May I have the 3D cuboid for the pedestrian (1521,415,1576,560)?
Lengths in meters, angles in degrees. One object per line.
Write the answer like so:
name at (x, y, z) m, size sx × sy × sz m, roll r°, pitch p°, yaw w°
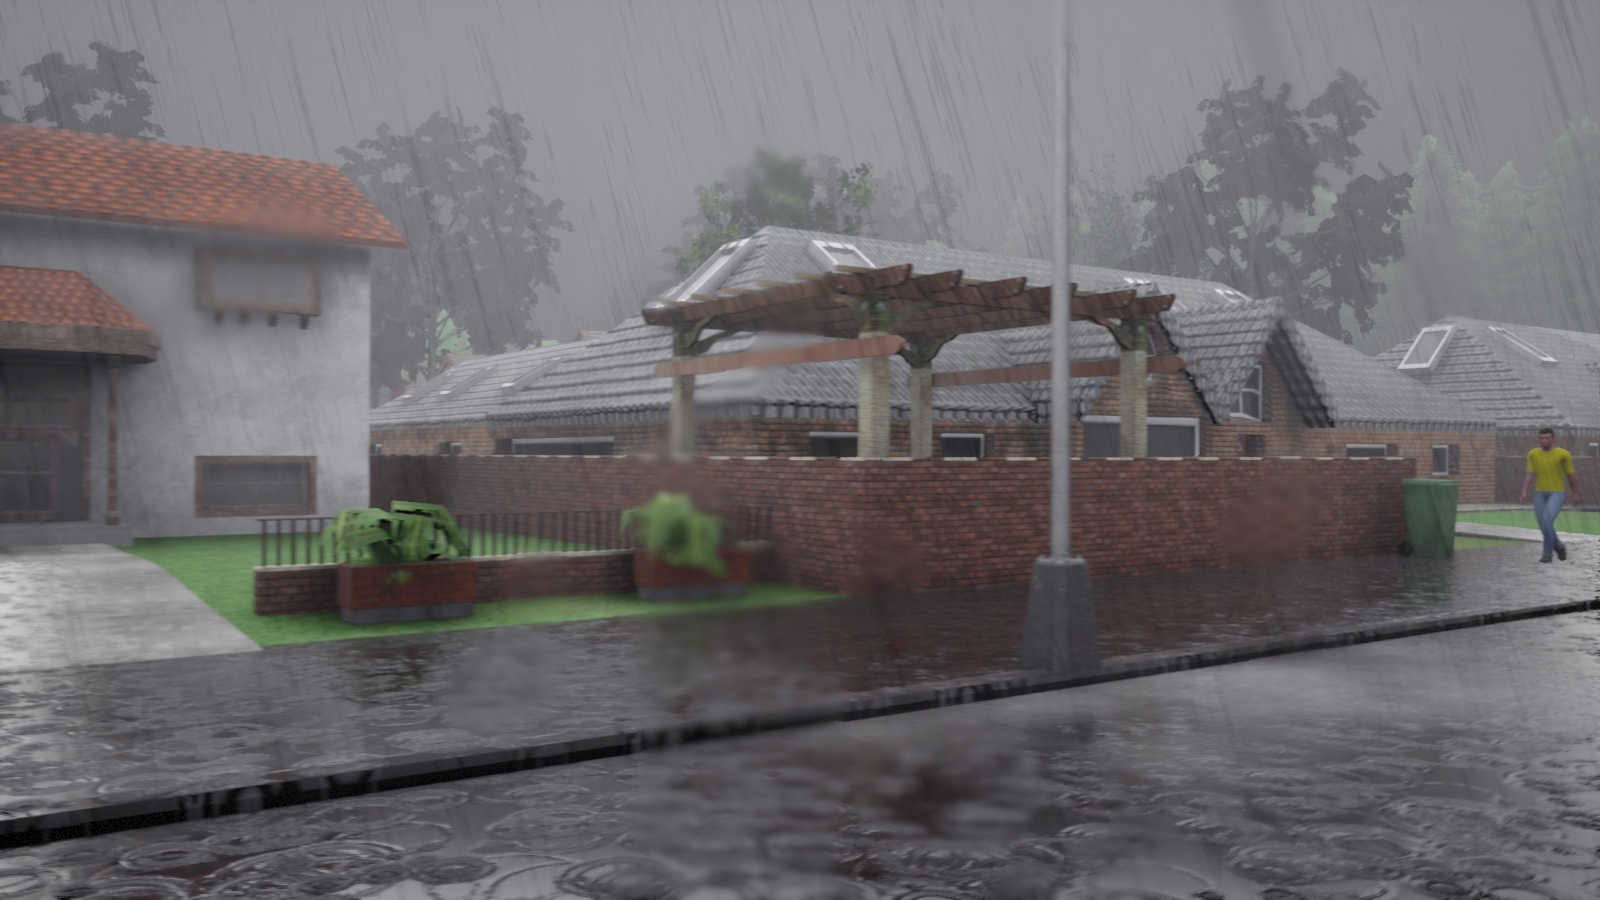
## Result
pedestrian at (9.675, 0.474, 16.237) m, size 0.706 × 1.836 × 0.354 m, roll 0°, pitch 0°, yaw -36°
